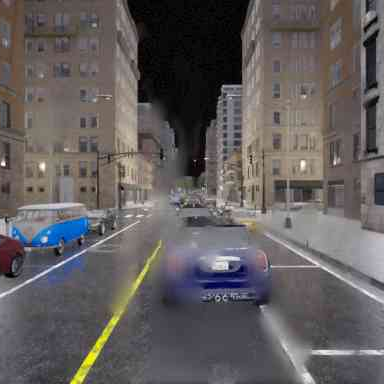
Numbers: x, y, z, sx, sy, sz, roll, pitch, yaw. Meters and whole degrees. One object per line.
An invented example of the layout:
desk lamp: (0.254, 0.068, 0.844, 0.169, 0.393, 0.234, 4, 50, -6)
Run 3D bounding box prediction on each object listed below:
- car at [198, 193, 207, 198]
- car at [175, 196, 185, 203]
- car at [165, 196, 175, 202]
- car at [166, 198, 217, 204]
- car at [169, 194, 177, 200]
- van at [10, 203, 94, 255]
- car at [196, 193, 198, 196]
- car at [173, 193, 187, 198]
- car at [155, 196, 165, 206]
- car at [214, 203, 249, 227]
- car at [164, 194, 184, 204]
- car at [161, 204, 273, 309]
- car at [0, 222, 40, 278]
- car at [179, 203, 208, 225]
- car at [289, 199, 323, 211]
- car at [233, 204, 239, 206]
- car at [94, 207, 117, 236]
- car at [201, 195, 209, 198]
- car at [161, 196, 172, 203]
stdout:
car: (2.856, 1.434, 73.309, 1.967, 1.590, 4.097, 0, 0, 0)
car: (-2.540, 1.519, 70.556, 1.812, 1.442, 4.674, 0, 0, 0)
car: (-5.152, 1.543, 79.012, 2.008, 1.369, 4.403, 0, 0, 0)
car: (0.123, 1.351, 15.390, 2.097, 1.767, 4.553, 0, 0, 0)
car: (-5.118, 1.429, 90.374, 1.967, 1.590, 4.097, 0, 0, 0)
van: (-5.354, 1.340, 12.917, 1.690, 1.788, 3.998, 0, 0, 0)
car: (2.890, 1.306, 84.673, 2.192, 1.841, 5.009, 0, 0, 0)
car: (-2.641, 1.219, 60.451, 2.150, 2.045, 5.566, 0, 0, 1)
car: (-5.221, 1.523, 56.117, 1.752, 1.417, 4.829, 0, 0, 0)
car: (2.709, 1.550, 23.707, 2.008, 1.369, 4.403, 0, 0, 0)
car: (-2.692, 1.476, 50.462, 1.882, 1.535, 5.008, 0, 0, 0)
car: (0.328, 1.352, 8.123, 2.097, 1.767, 4.553, 0, 0, -5)
car: (-5.371, 1.582, 7.511, 1.802, 1.307, 4.206, 0, 0, 0)
car: (0.092, 1.563, 25.052, 1.994, 1.385, 4.181, 0, 0, 0)
car: (13.705, 1.515, 38.313, 4.718, 1.301, 1.895, 0, 0, 0)
car: (2.698, 1.525, 18.471, 1.752, 1.417, 4.829, 0, 0, 0)
car: (-5.336, 1.550, 18.324, 2.008, 1.369, 4.403, 0, 0, 0)
car: (2.787, 1.549, 50.583, 2.008, 1.369, 4.403, 0, 0, 0)
car: (-5.186, 1.562, 67.649, 1.947, 1.339, 4.313, 0, 0, 0)
